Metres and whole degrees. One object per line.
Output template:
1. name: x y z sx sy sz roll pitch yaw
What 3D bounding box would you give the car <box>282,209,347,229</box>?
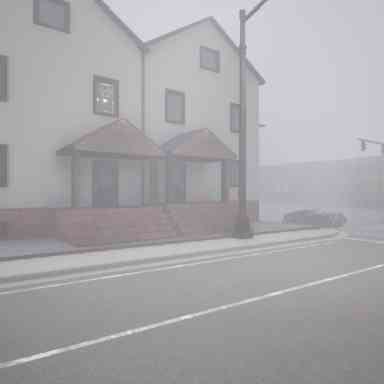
1. car: 10.374 2.489 28.808 2.150 2.045 5.566 -1 -13 -36
